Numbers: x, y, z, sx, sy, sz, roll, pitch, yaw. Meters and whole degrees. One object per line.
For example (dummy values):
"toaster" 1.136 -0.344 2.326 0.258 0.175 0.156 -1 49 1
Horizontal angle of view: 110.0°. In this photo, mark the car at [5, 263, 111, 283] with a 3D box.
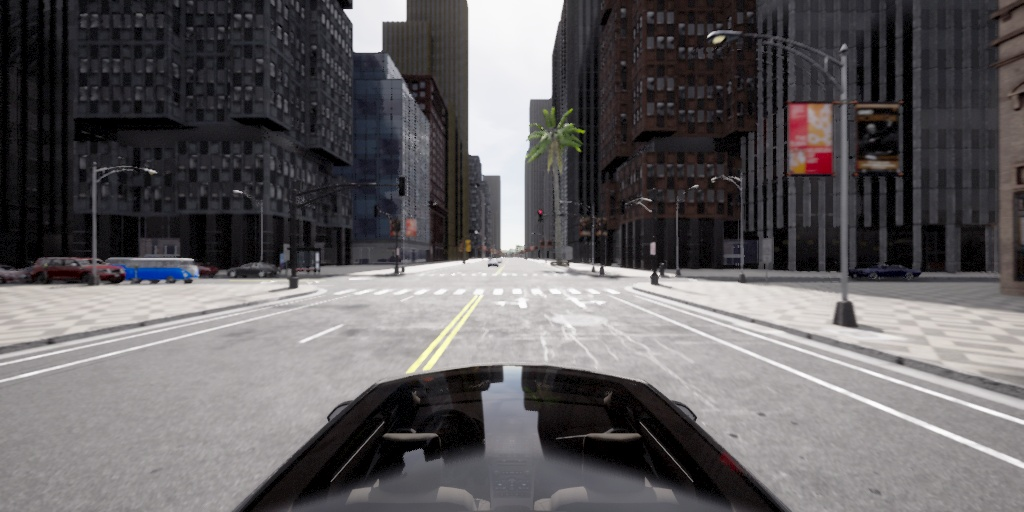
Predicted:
"car" -33.945 1.242 26.939 5.357 1.411 2.033 0 0 0

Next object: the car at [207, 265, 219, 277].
"car" -29.252 1.290 32.801 4.207 1.307 1.802 0 0 0

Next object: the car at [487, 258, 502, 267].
"car" -3.257 1.232 62.540 2.033 1.411 5.357 0 0 0

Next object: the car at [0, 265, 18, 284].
"car" -34.924 1.271 24.273 4.207 1.307 1.802 0 0 0

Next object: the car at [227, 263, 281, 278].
"car" -23.574 1.263 32.803 4.403 1.370 2.007 0 0 0

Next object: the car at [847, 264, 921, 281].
"car" 30.945 1.361 30.032 4.718 1.301 1.895 0 0 0

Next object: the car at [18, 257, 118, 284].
"car" -29.246 1.007 24.276 5.009 1.841 2.192 0 0 0

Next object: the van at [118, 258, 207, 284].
"van" -23.569 1.038 24.278 3.998 1.789 1.690 0 0 0
